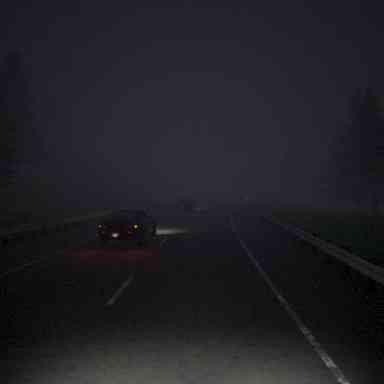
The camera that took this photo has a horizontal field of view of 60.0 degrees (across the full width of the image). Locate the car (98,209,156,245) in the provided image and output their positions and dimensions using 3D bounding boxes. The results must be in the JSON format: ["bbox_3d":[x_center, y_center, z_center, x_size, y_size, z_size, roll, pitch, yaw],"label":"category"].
[{"bbox_3d":[-2.860,1.485,15.291,1.812,1.442,4.674,0,0,3],"label":"car"}]

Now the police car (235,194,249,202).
[{"bbox_3d":[10.210,1.260,69.695,1.930,1.638,5.238,0,0,15],"label":"police car"}]

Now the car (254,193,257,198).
[{"bbox_3d":[14.563,1.306,84.610,1.837,1.490,4.892,0,0,18],"label":"car"}]

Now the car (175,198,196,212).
[{"bbox_3d":[-0.681,1.398,37.483,2.128,1.511,4.902,0,0,8],"label":"car"}]

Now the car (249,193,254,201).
[{"bbox_3d":[12.813,1.165,78.977,2.097,1.767,4.553,0,0,17],"label":"car"}]
